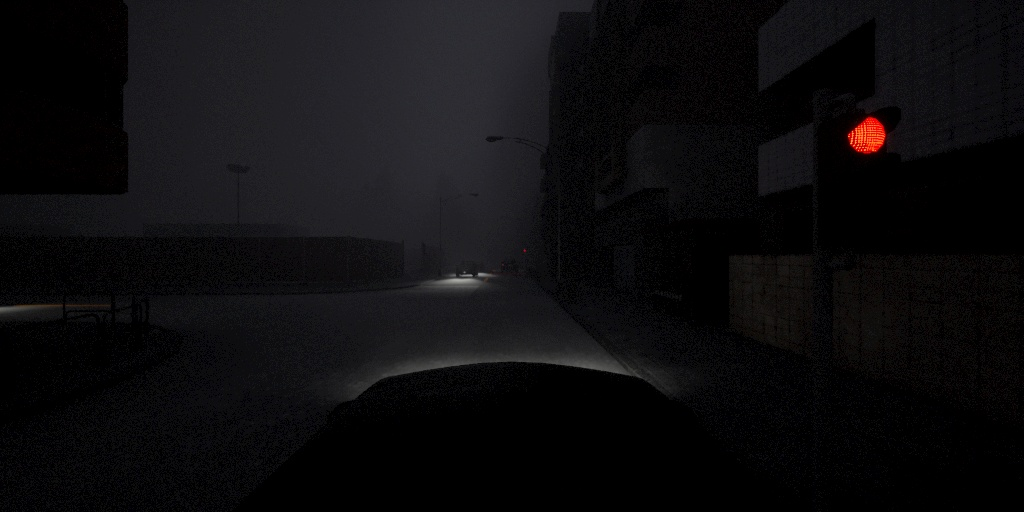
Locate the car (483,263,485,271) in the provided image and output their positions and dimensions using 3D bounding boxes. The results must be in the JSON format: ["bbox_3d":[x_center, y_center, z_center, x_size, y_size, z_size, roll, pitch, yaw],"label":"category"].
[{"bbox_3d":[-4.476,1.351,45.766,1.895,1.301,4.718,0,0,0],"label":"car"}]

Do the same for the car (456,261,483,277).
[{"bbox_3d":[-4.409,1.241,35.652,2.128,1.511,4.902,0,0,0],"label":"car"}]

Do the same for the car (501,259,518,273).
[{"bbox_3d":[-0.294,1.103,44.492,2.097,1.767,4.553,0,0,-1],"label":"car"}]
